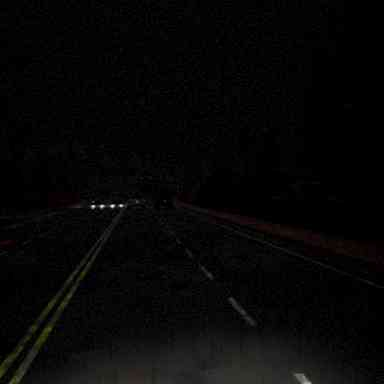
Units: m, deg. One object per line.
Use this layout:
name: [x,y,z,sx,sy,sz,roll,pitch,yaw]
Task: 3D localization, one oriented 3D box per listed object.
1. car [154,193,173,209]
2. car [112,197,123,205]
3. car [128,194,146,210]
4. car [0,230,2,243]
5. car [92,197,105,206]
car: [-3.888,1.214,45.021,2.150,2.045,5.566,-1,0,-9]
car: [-14.326,1.656,63.962,1.882,1.535,5.008,-1,0,-9]
car: [-7.462,1.291,45.176,2.150,2.045,5.566,-1,0,-10]
car: [-9.255,1.738,13.165,1.994,1.385,4.181,-1,0,-10]
car: [-17.757,1.732,63.295,1.882,1.535,5.008,-1,0,-9]
